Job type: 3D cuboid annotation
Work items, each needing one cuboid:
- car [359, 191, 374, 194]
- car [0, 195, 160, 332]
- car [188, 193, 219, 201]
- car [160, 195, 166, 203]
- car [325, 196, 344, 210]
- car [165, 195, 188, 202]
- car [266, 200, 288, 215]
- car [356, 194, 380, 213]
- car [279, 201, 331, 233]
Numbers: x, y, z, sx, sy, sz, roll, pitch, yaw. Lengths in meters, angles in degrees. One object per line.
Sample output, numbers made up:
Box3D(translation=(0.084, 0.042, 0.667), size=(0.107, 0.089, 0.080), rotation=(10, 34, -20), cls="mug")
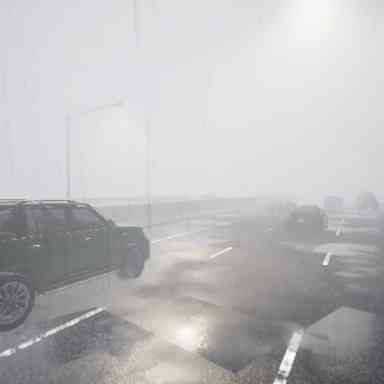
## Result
Box3D(translation=(22.359, 0.945, 42.710), size=(2.150, 2.045, 5.566), rotation=(0, 0, 27), cls="car")
Box3D(translation=(-3.134, 1.167, 7.102), size=(2.150, 2.045, 5.566), rotation=(0, 0, 26), cls="car")
Box3D(translation=(1.843, 1.073, 41.193), size=(2.097, 1.767, 4.553), rotation=(0, 0, 27), cls="car")
Box3D(translation=(-4.199, 1.202, 44.757), size=(1.837, 1.490, 4.892), rotation=(0, 0, 27), cls="car")
Box3D(translation=(16.701, 1.219, 39.103), size=(1.882, 1.535, 5.008), rotation=(0, 0, 27), cls="car")
Box3D(translation=(-1.168, 1.273, 42.997), size=(1.994, 1.385, 4.181), rotation=(0, 0, 27), cls="car")
Box3D(translation=(8.215, 1.394, 30.115), size=(1.895, 1.301, 4.718), rotation=(0, 0, 27), cls="car")
Box3D(translation=(17.798, 1.281, 33.569), size=(1.837, 1.490, 4.892), rotation=(0, 0, 27), cls="car")
Box3D(translation=(6.460, 1.433, 18.732), size=(1.994, 1.385, 4.181), rotation=(0, 0, 26), cls="car")
